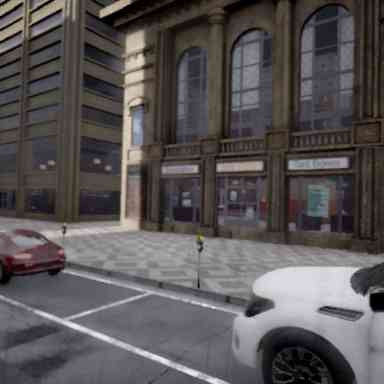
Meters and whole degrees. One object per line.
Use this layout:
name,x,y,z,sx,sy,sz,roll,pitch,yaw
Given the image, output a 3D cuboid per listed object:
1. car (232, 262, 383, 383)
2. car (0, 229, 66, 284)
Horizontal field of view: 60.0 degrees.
car,3.164,1.403,3.281,5.566,2.045,2.150,0,-2,36
car,-5.446,1.745,9.872,4.206,1.307,1.802,0,-2,36
